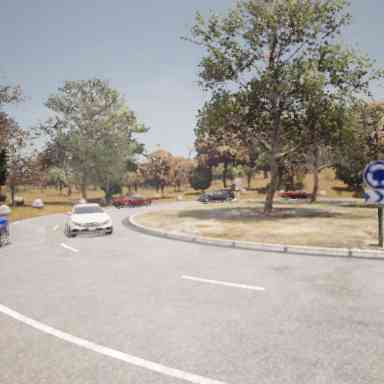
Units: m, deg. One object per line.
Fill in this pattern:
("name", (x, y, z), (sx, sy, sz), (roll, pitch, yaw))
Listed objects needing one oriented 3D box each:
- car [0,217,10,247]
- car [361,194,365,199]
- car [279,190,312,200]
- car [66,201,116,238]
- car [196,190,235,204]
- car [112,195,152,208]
("car", (-8.072, 1.429, 11.429), (1.882, 1.535, 5.008), (-1, 1, -8))
("car", (22.530, 0.358, 38.321), (5.357, 1.411, 2.033), (0, 2, 40))
("car", (14.384, 0.355, 45.361), (4.718, 1.301, 1.895), (-1, 1, 9))
("car", (-5.247, 1.309, 16.675), (1.812, 1.442, 4.674), (-2, 1, -23))
("car", (2.828, 0.554, 40.332), (4.902, 1.511, 2.128), (-3, 1, -25))
("car", (-6.554, 1.021, 36.234), (1.895, 1.301, 4.718), (-1, 1, 35))
